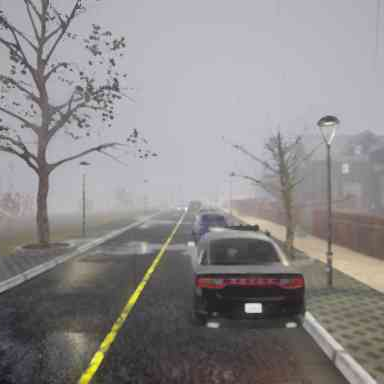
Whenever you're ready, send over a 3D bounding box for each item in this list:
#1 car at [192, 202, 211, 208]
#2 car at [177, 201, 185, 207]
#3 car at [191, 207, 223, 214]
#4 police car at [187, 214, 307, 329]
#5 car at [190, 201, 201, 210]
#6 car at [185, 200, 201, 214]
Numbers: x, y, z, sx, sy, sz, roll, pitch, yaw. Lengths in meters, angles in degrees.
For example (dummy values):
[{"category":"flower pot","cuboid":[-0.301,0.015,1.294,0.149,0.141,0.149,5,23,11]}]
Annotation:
[{"category":"car","cuboid":[1.084,1.744,23.496,1.801,1.575,5.366,0,-1,1]},{"category":"car","cuboid":[-2.017,2.505,69.577,1.895,1.301,4.718,0,-1,1]},{"category":"car","cuboid":[1.021,1.737,17.306,1.812,1.442,4.674,0,-1,1]},{"category":"police car","cuboid":[0.919,1.515,7.418,1.930,1.638,5.238,0,-1,1]},{"category":"car","cuboid":[0.585,2.226,55.138,1.812,1.442,4.674,0,-1,1]},{"category":"car","cuboid":[0.492,1.908,44.221,2.097,1.767,4.553,0,-1,1]}]
